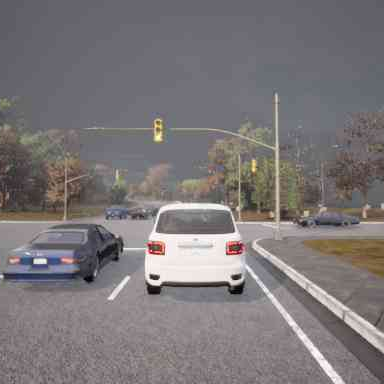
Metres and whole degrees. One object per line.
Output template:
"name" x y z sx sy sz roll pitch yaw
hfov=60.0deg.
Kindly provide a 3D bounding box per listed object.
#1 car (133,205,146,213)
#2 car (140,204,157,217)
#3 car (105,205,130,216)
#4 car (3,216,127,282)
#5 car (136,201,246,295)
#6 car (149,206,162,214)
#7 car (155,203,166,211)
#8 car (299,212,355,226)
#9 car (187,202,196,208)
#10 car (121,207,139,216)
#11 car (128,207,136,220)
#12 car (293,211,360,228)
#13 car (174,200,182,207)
"car" -10.551 3.465 67.644 1.895 1.301 4.718 0 0 0
"car" -7.123 2.995 55.238 2.150 2.045 5.566 0 -1 0
"car" -10.636 2.798 47.067 2.150 2.045 5.566 0 -2 -2
"car" -3.424 1.663 9.995 2.033 1.411 5.357 0 -1 0
"car" 0.078 1.318 9.084 2.150 2.045 5.566 0 -1 0
"car" -7.080 3.466 65.160 1.895 1.301 4.718 0 0 0
"car" -7.046 3.364 75.857 2.033 1.411 5.357 0 0 0
"car" 13.129 2.590 32.580 4.718 1.301 1.895 0 -3 -2
"car" -0.157 3.320 87.505 1.994 1.385 4.181 0 0 -3
"car" -10.612 3.356 57.360 2.033 1.411 5.357 0 -1 1
"car" -7.114 3.133 45.710 1.895 1.301 4.718 0 -2 -1
"car" 11.700 2.379 29.034 5.357 1.411 2.033 0 -3 -2
"car" -3.647 3.074 87.359 1.882 1.535 5.008 0 0 -3
